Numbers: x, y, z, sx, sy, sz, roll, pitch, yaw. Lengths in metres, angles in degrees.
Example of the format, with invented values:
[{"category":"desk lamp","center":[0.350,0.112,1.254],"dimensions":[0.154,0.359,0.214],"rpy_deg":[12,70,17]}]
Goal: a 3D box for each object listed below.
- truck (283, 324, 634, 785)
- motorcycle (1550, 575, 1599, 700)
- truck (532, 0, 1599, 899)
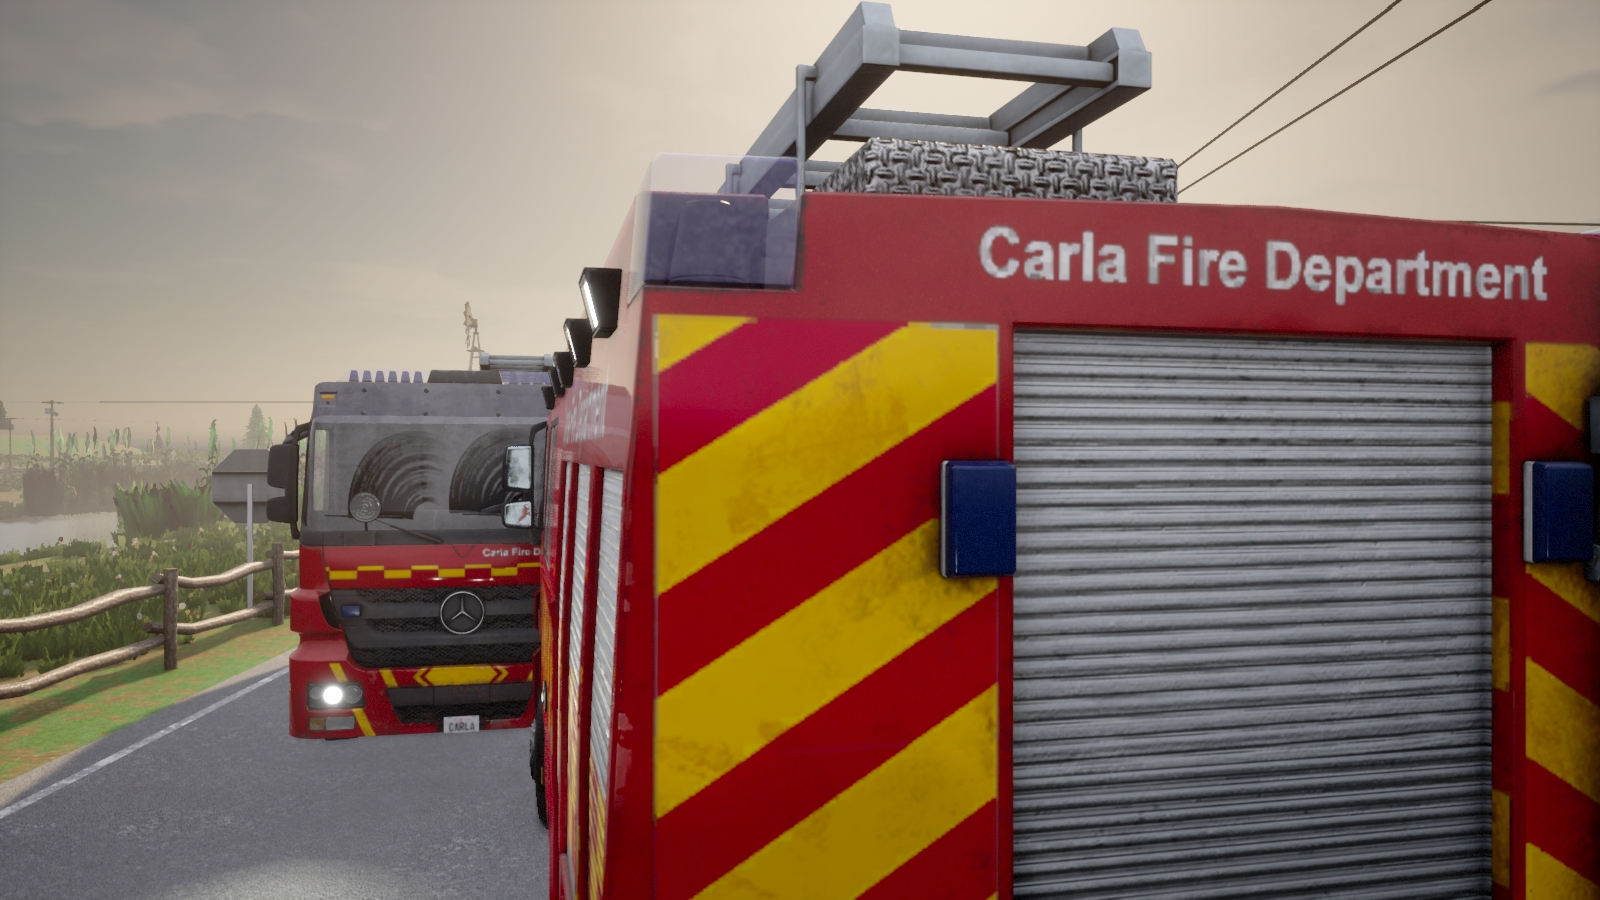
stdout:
[{"category":"truck","center":[-3.895,0.862,13.939],"dimensions":[2.891,3.827,8.468],"rpy_deg":[0,0,-14]},{"category":"motorcycle","center":[9.803,2.142,13.165],"dimensions":[1.805,1.316,0.856],"rpy_deg":[0,0,-7]},{"category":"truck","center":[-0.076,0.867,6.874],"dimensions":[2.891,3.827,8.468],"rpy_deg":[0,0,-14]}]
